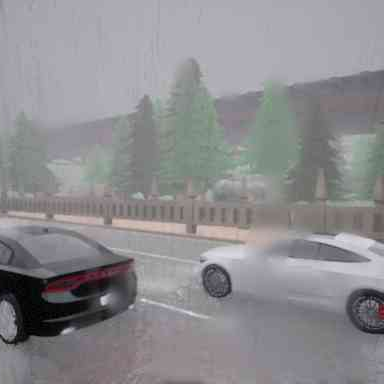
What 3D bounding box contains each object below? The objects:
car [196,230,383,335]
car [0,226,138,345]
[{"bbox_3d":[2.276,1.500,6.676,4.674,1.442,1.812,1,1,36],"label":"car"},{"bbox_3d":[-3.250,1.392,6.324,5.008,1.535,1.882,1,1,36],"label":"car"}]
